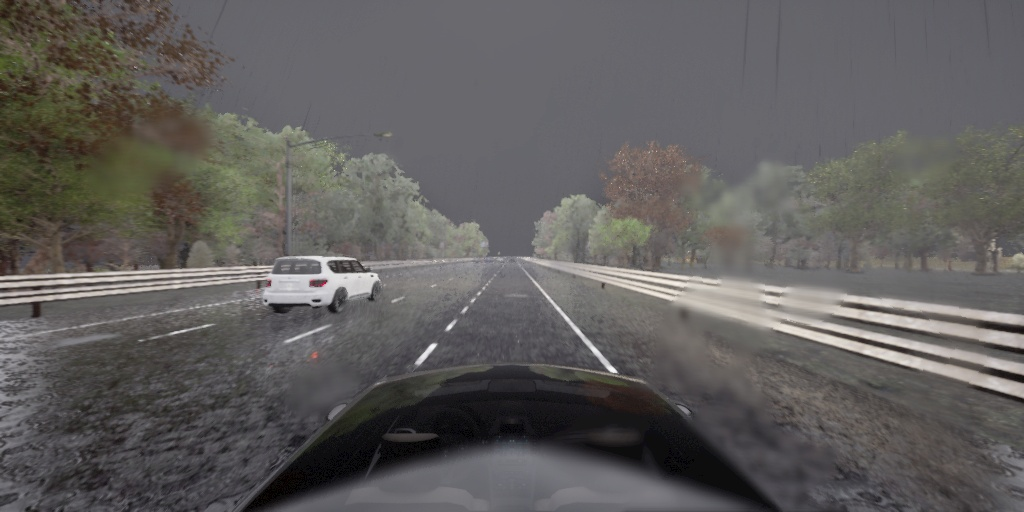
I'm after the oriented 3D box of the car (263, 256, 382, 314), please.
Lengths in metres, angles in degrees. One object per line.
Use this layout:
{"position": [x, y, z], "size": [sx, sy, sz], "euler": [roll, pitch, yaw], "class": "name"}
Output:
{"position": [-7.000, 1.030, 13.948], "size": [2.150, 2.045, 5.566], "euler": [0, 0, 0], "class": "car"}
